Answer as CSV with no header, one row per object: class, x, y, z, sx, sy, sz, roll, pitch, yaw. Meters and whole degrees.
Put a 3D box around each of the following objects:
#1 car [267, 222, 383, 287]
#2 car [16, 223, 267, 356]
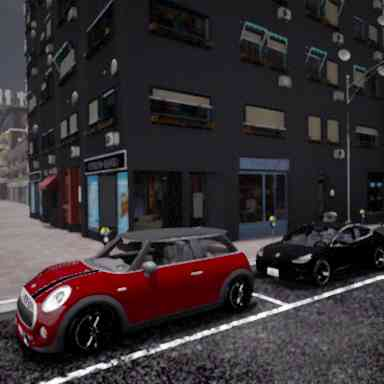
car,3.700,1.529,9.220,4.313,1.339,1.947,0,-1,-36
car,-0.859,1.428,5.964,4.097,1.590,1.967,0,-1,-36
